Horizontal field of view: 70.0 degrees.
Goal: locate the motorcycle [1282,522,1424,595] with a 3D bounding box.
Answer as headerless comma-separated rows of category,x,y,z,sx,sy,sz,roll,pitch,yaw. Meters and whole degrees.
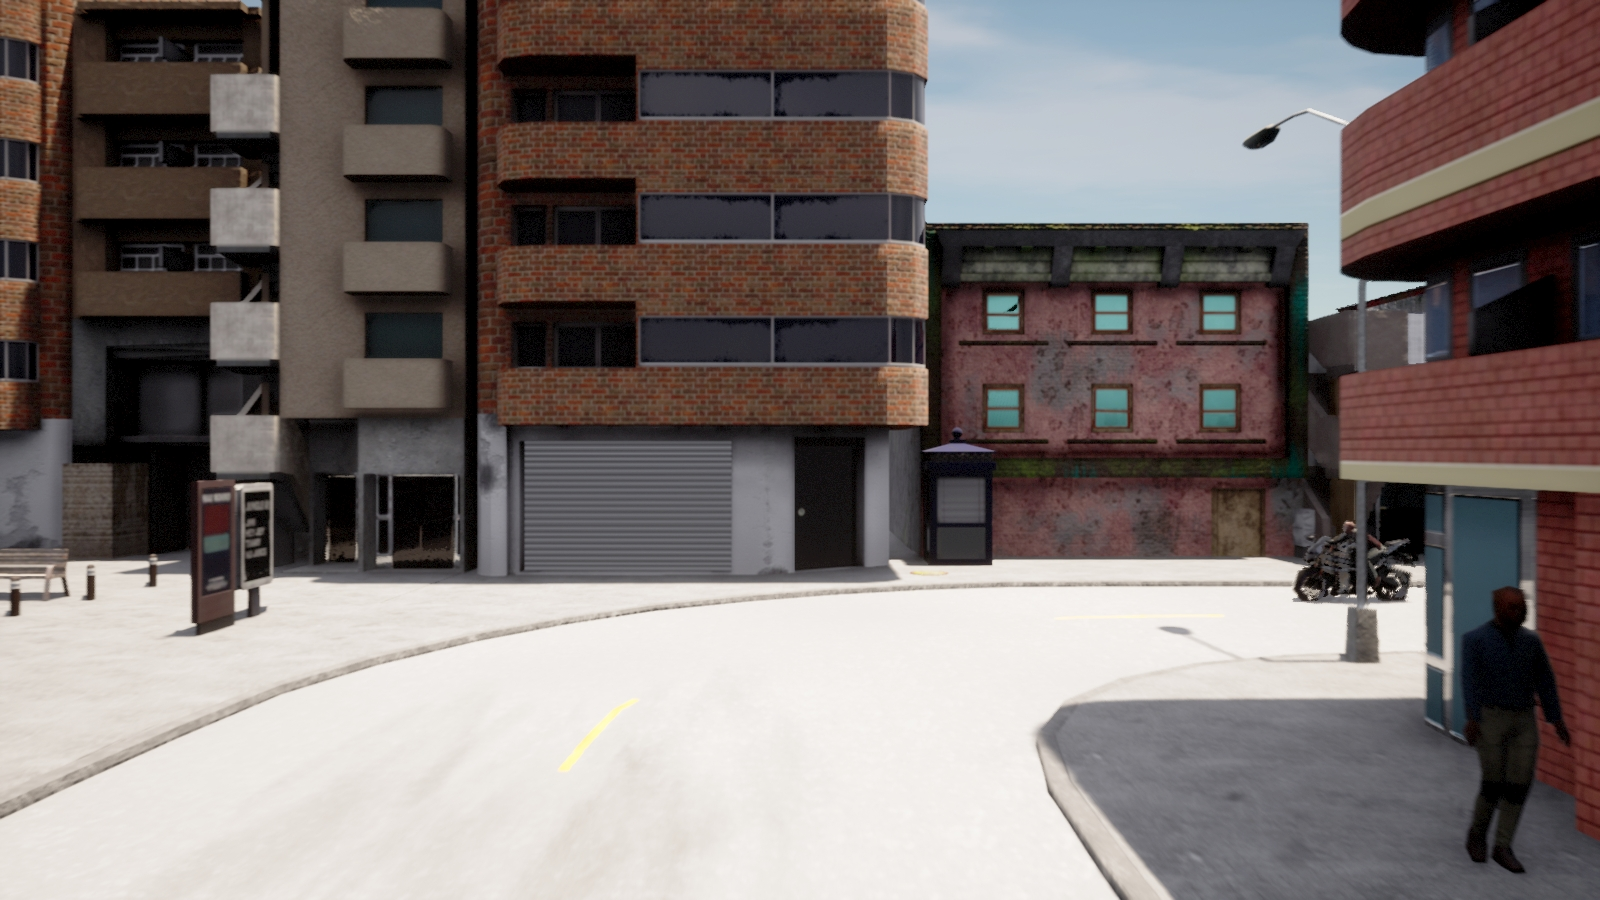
motorcycle,10.201,1.985,21.127,2.209,1.251,0.867,0,1,-4

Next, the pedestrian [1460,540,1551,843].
pedestrian,4.525,1.524,7.342,0.375,1.860,0.375,0,0,6
